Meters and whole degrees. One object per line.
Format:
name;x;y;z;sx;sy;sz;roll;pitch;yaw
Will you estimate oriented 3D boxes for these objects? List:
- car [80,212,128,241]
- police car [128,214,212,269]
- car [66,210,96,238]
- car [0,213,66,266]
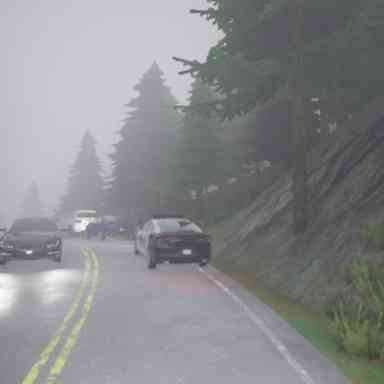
car;-5.467;2.262;21.542;1.882;1.535;5.008;1;-5;-33
police car;-0.916;1.616;12.011;1.930;1.638;5.238;1;-3;-18
car;-9.377;2.614;26.670;2.150;2.045;5.566;4;-9;-42
car;-5.716;1.640;12.146;1.837;1.490;4.892;2;-3;-22
